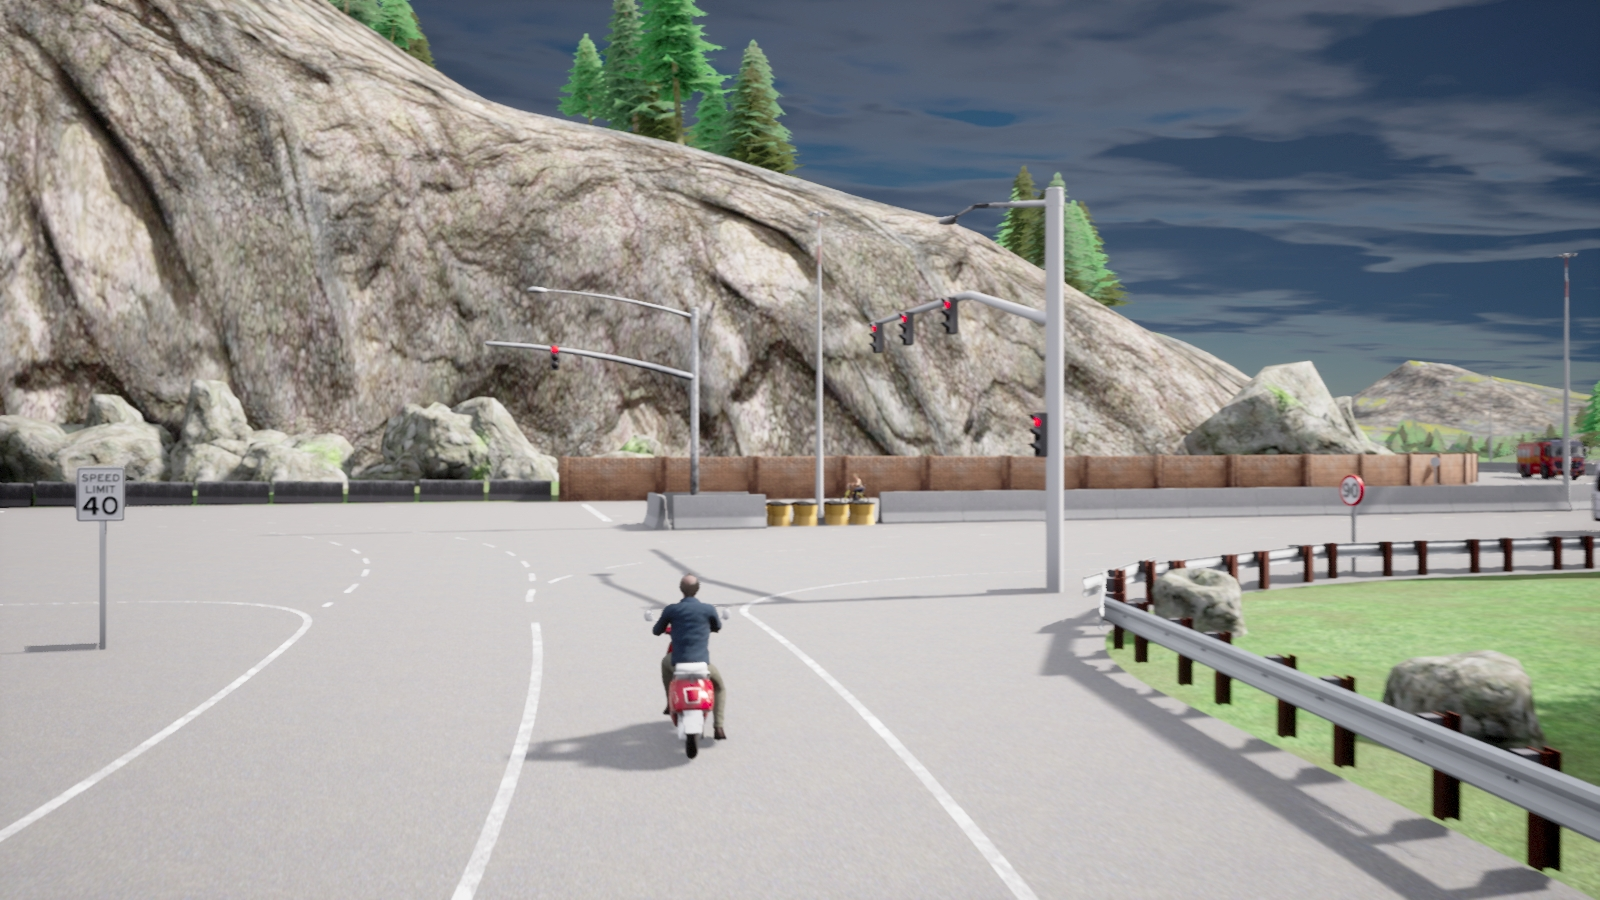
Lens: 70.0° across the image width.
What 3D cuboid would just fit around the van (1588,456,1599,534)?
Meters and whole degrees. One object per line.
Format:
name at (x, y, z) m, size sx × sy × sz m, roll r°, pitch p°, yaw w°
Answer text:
van at (29.581, 1.491, 38.193) m, size 5.915 × 2.561 × 1.988 m, roll 0°, pitch 0°, yaw -15°

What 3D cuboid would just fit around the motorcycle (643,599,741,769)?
motorcycle at (-1.073, 2.173, 10.943) m, size 0.856 × 1.236 × 1.805 m, roll 0°, pitch 0°, yaw -8°
